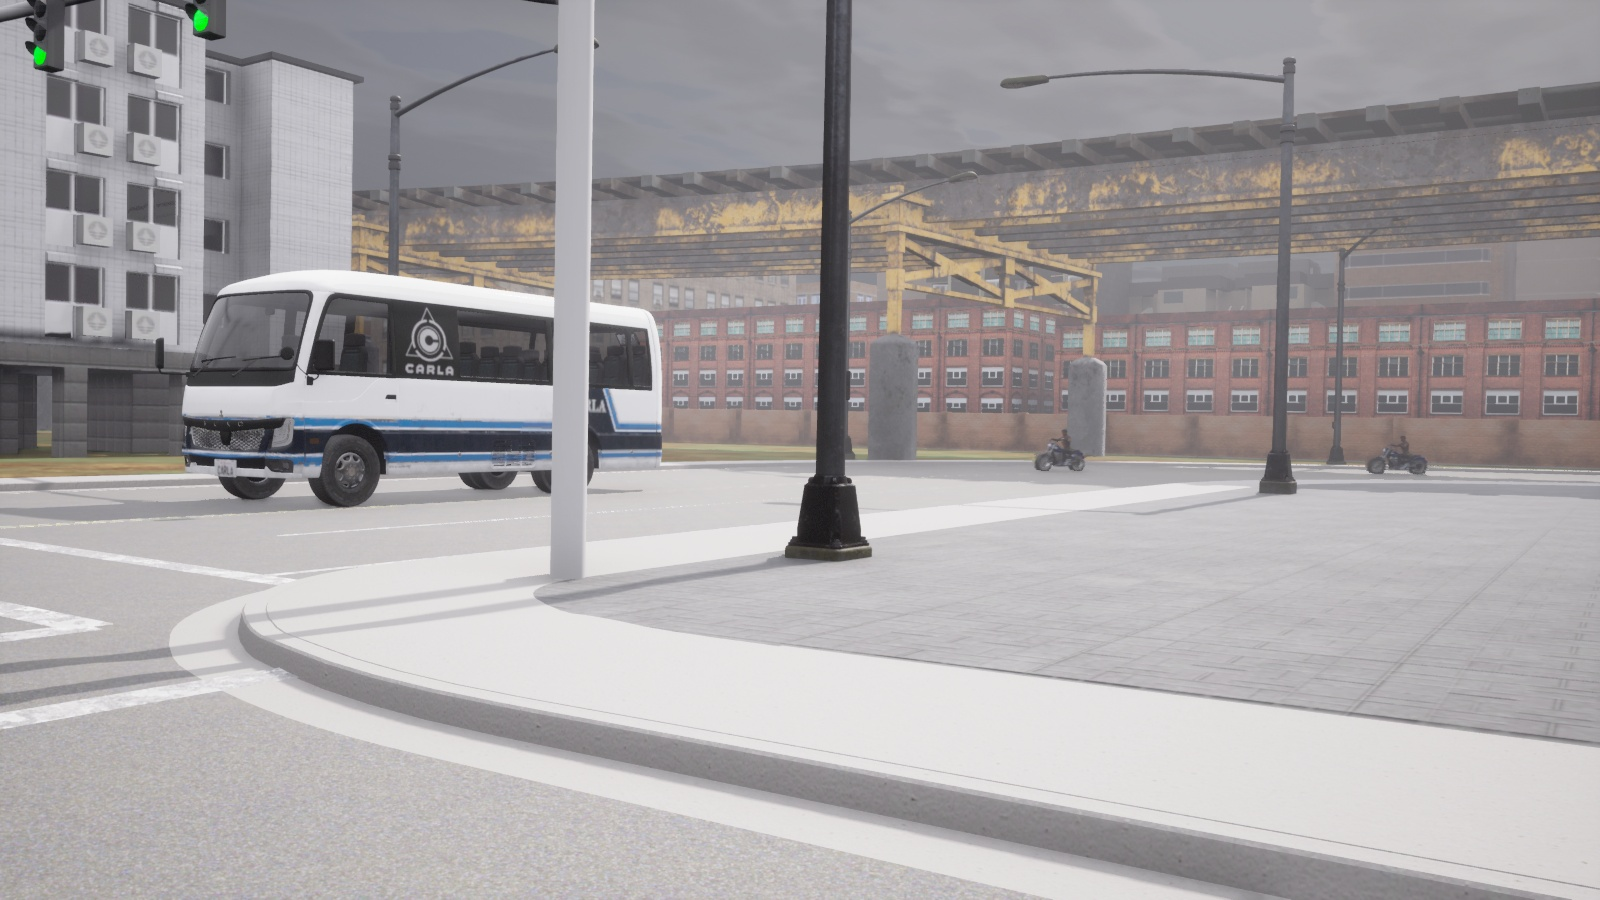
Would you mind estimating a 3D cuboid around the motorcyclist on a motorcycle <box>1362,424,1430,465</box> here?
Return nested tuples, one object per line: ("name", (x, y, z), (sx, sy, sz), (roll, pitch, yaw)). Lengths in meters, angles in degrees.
("motorcyclist on a motorcycle", (23.995, -0.228, 50.622), (2.350, 1.649, 0.766), (0, 2, 2))

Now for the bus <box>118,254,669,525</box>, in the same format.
("bus", (-7.391, -1.054, 25.062), (3.944, 4.253, 10.273), (1, 1, 33))

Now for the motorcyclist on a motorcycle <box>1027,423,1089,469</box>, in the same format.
("motorcyclist on a motorcycle", (9.650, -0.164, 46.900), (2.350, 1.649, 0.766), (-1, 2, -30))
